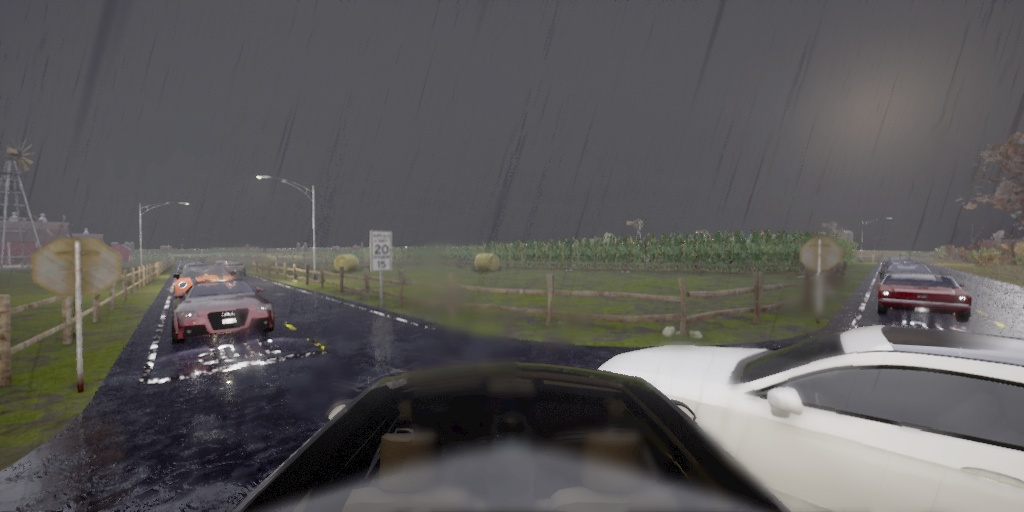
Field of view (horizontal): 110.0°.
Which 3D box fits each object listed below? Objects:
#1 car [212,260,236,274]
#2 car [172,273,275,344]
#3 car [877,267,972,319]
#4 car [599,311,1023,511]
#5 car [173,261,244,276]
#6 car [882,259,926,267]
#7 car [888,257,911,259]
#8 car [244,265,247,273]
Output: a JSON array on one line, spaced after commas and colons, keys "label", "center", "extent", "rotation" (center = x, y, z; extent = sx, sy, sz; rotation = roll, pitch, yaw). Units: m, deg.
[{"label": "car", "center": [-34.372, 1.313, 42.750], "extent": [1.837, 1.490, 4.892], "rotation": [-1, 0, -42]}, {"label": "car", "center": [-8.095, 1.368, 9.985], "extent": [1.994, 1.385, 4.181], "rotation": [-1, 1, -43]}, {"label": "car", "center": [13.337, 1.203, 11.794], "extent": [4.718, 1.301, 1.895], "rotation": [-1, 2, -44]}, {"label": "car", "center": [2.800, 1.263, 2.567], "extent": [1.812, 1.442, 4.674], "rotation": [-1, 1, -45]}, {"label": "car", "center": [-13.973, 1.160, 16.376], "extent": [2.097, 1.767, 4.553], "rotation": [-1, 1, -43]}, {"label": "car", "center": [20.311, 1.055, 18.466], "extent": [5.357, 1.411, 2.033], "rotation": [-1, 2, -44]}, {"label": "car", "center": [26.967, 0.985, 24.825], "extent": [4.181, 1.385, 1.994], "rotation": [-1, 2, -44]}, {"label": "car", "center": [-27.505, 1.285, 35.363], "extent": [2.128, 1.511, 4.902], "rotation": [-1, 1, -42]}]
